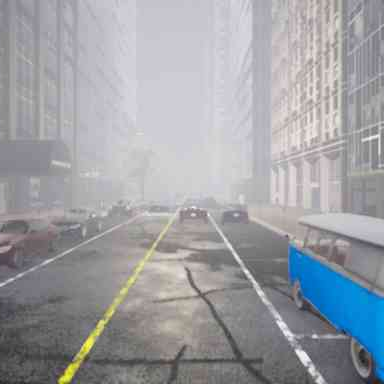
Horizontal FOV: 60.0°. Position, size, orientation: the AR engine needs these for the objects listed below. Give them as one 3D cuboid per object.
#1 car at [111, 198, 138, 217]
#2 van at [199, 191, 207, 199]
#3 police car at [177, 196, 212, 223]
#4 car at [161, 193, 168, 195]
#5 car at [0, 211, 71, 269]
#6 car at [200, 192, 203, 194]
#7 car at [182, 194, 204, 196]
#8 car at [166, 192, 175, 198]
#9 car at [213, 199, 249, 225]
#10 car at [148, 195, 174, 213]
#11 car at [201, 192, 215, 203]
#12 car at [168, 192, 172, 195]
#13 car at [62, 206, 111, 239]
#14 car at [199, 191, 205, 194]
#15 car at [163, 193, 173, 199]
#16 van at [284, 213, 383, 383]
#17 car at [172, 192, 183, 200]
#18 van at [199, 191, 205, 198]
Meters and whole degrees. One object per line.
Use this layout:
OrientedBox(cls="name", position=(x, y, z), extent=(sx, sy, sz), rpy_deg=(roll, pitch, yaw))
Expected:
OrientedBox(cls="car", position=(-5.703, 1.243, 27.854), extent=(1.967, 1.590, 4.097), rpy_deg=(0, 0, 0))
OrientedBox(cls="van", position=(2.657, 0.730, 79.150), extent=(1.690, 1.788, 3.998), rpy_deg=(0, 1, 0))
OrientedBox(cls="police car", position=(0.088, 1.330, 24.209), extent=(2.038, 1.542, 4.974), rpy_deg=(0, 0, 0))
OrientedBox(cls="car", position=(-5.717, 1.145, 56.344), extent=(2.008, 1.369, 4.403), rpy_deg=(0, 0, 0))
OrientedBox(cls="car", position=(-5.696, 1.509, 10.761), extent=(1.802, 1.307, 4.206), rpy_deg=(0, 0, 0))
OrientedBox(cls="car", position=(2.664, 1.176, 56.347), extent=(1.802, 1.307, 4.206), rpy_deg=(0, 0, 0))
OrientedBox(cls="car", position=(0.081, 1.270, 41.196), extent=(1.994, 1.385, 4.181), rpy_deg=(0, 0, 0))
OrientedBox(cls="car", position=(-5.810, 0.823, 90.544), extent=(1.947, 1.339, 4.313), rpy_deg=(0, 1, 0))
OrientedBox(cls="car", position=(2.680, 1.411, 22.161), extent=(1.947, 1.339, 4.313), rpy_deg=(0, 0, 0))
OrientedBox(cls="car", position=(-3.112, 1.329, 32.987), extent=(1.994, 1.385, 4.181), rpy_deg=(0, 0, 0))
OrientedBox(cls="car", position=(2.666, 1.181, 50.649), extent=(1.887, 1.381, 4.507), rpy_deg=(0, 0, 0))
OrientedBox(cls="car", position=(-5.722, 1.047, 67.744), extent=(1.887, 1.381, 4.507), rpy_deg=(0, 0, 0))
OrientedBox(cls="car", position=(-5.698, 1.437, 16.458), extent=(2.008, 1.369, 4.403), rpy_deg=(0, 0, 0))
OrientedBox(cls="car", position=(2.660, 1.053, 67.748), extent=(2.008, 1.369, 4.403), rpy_deg=(0, 1, 0))
OrientedBox(cls="car", position=(-5.725, 0.955, 79.148), extent=(1.947, 1.339, 4.313), rpy_deg=(0, 1, 0))
OrientedBox(cls="van", position=(2.687, 1.306, 5.064), extent=(1.690, 1.788, 3.998), rpy_deg=(0, 0, 0))
OrientedBox(cls="car", position=(-3.034, 0.785, 73.725), extent=(2.097, 1.767, 4.553), rpy_deg=(0, 1, 0))
OrientedBox(cls="van", position=(2.734, 0.598, 90.546), extent=(1.690, 1.788, 3.998), rpy_deg=(0, 1, 0))
